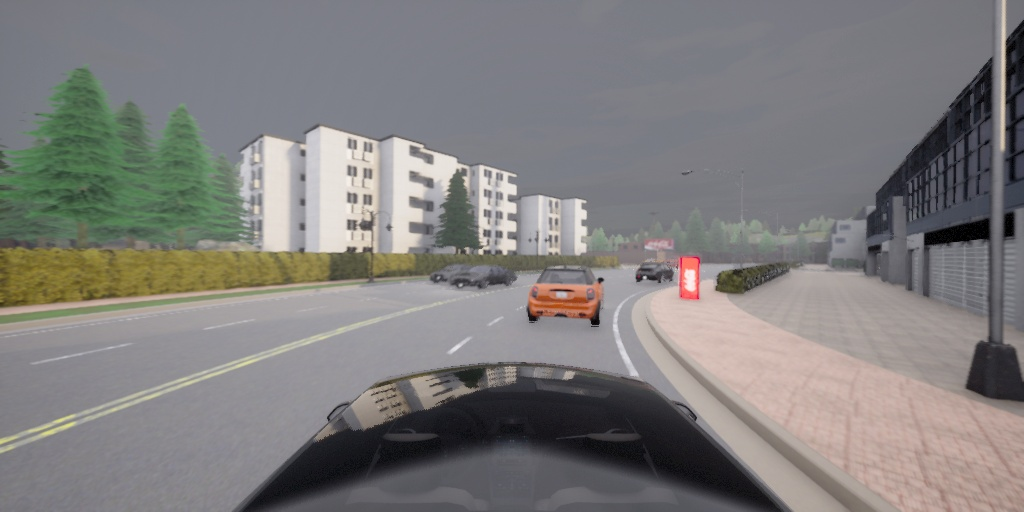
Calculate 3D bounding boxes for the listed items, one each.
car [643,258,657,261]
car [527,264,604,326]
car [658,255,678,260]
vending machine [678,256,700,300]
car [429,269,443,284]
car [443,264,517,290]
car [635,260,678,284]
[{"bbox_3d":[22.181,1.006,57.110,1.882,1.535,5.008,1,0,41],"label":"car"},{"bbox_3d":[1.964,1.104,12.039,2.097,1.767,4.553,1,0,16],"label":"car"},{"bbox_3d":[24.818,0.934,54.808,2.150,2.045,5.566,1,0,41],"label":"car"},{"bbox_3d":[8.016,0.999,16.199,1.100,2.100,0.880,0,0,27],"label":"vending machine"},{"bbox_3d":[-3.816,1.240,25.197,1.994,1.385,4.181,1,0,31],"label":"car"},{"bbox_3d":[-1.595,1.250,22.273,2.033,1.411,5.357,1,0,28],"label":"car"},{"bbox_3d":[11.142,1.320,27.827,1.837,1.490,4.892,0,0,39],"label":"car"}]
